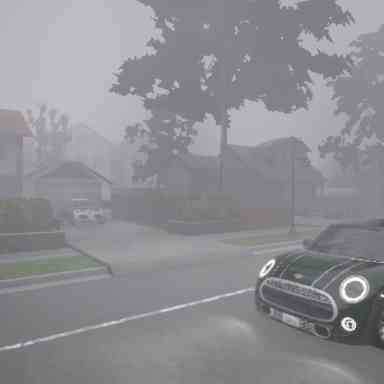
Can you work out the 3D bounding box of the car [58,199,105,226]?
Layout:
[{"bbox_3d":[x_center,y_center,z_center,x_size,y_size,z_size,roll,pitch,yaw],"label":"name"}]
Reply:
[{"bbox_3d":[-6.634,1.168,19.898,1.970,1.475,3.806,0,0,-35],"label":"car"}]

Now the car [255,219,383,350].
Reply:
[{"bbox_3d":[3.328,1.351,6.369,4.553,1.767,2.097,0,0,-35],"label":"car"}]
